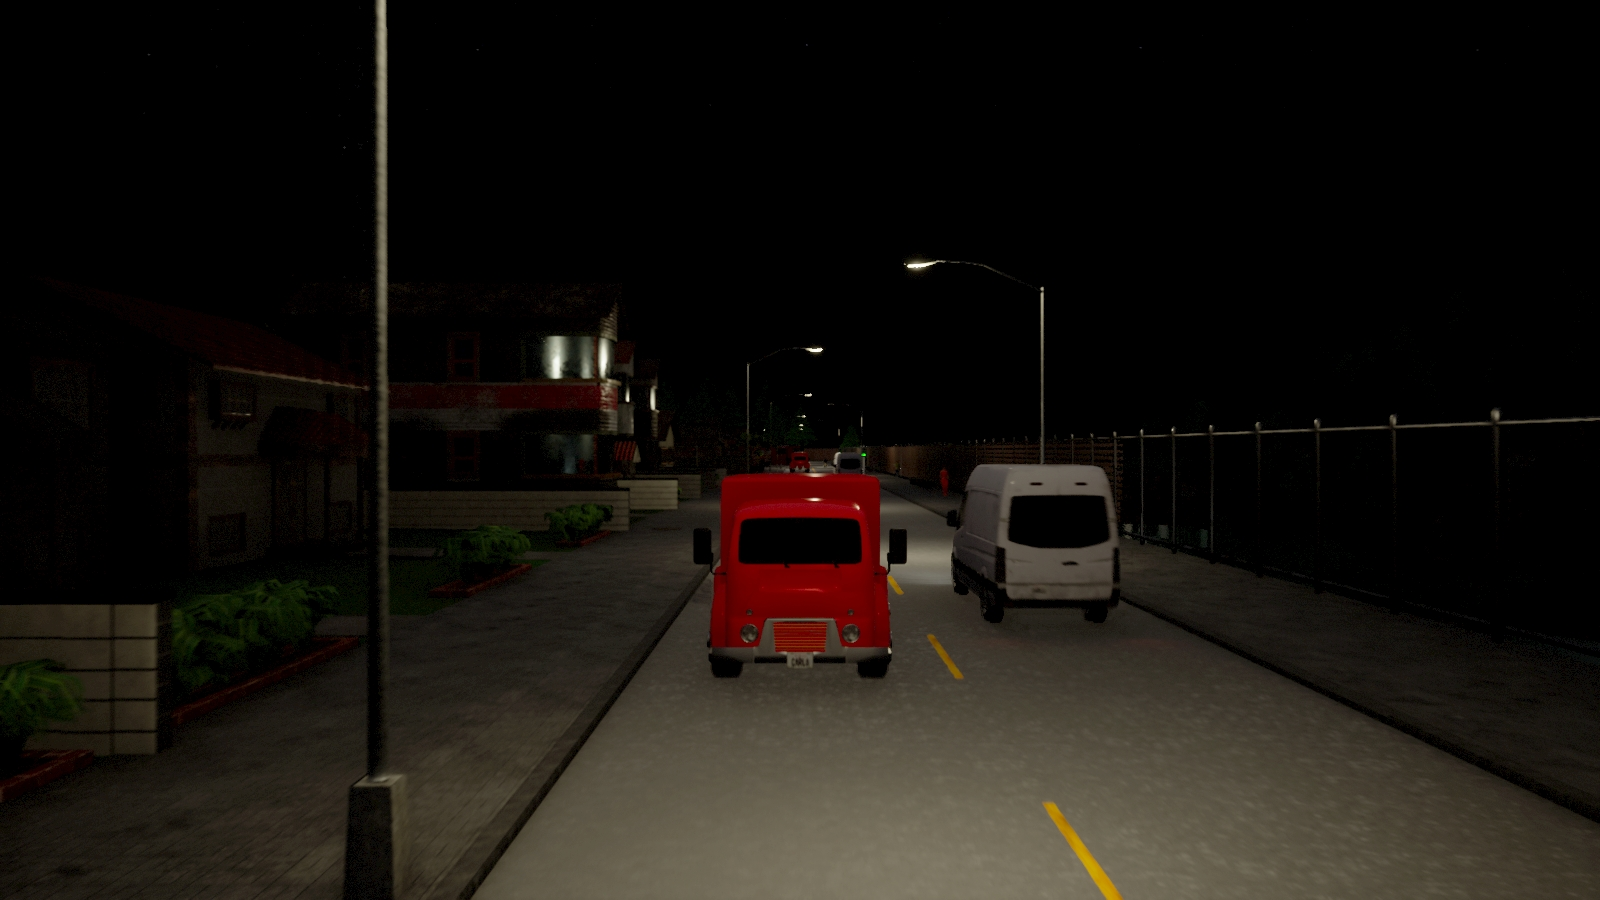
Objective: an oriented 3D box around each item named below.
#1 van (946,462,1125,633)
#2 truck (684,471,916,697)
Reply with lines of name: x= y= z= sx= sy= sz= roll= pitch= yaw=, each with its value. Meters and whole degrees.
van: x=3.993 y=1.534 z=20.503 sx=1.988 sy=2.561 sz=5.915 roll=0 pitch=0 yaw=0
truck: x=0.004 y=1.569 z=15.562 sx=2.627 sy=2.467 sz=5.204 roll=0 pitch=0 yaw=0
